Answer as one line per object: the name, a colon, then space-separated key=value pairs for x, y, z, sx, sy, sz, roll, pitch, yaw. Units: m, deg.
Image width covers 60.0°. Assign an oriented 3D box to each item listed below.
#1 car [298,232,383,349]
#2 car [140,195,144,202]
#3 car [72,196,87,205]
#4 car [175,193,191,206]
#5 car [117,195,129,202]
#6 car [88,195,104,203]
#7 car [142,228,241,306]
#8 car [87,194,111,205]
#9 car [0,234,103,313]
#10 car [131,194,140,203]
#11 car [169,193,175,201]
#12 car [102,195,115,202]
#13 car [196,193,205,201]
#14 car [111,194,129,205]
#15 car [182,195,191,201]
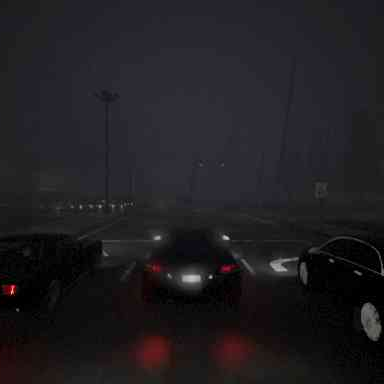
car: x=3.501 y=1.508 z=6.224 sx=1.837 sy=1.490 sz=4.892 roll=0 pitch=0 yaw=0
car: x=-12.842 y=1.377 z=79.432 sx=2.097 sy=1.767 sz=4.553 roll=0 pitch=0 yaw=0
car: x=-19.892 y=1.495 z=59.761 sx=1.882 sy=1.535 sz=5.008 roll=0 pitch=0 yaw=0
car: x=-1.326 y=1.368 z=55.352 sx=2.097 sy=1.767 sz=4.553 roll=0 pitch=0 yaw=0
car: x=-16.342 y=1.500 z=78.956 sx=1.882 sy=1.535 sz=5.008 roll=0 pitch=0 yaw=0
car: x=-19.835 y=1.497 z=69.232 sx=1.882 sy=1.535 sz=5.008 roll=0 pitch=0 yaw=0
car: x=-0.006 y=1.566 z=8.128 sx=1.994 sy=1.385 sz=4.181 roll=0 pitch=0 yaw=0
car: x=-16.398 y=1.522 z=58.897 sx=1.837 sy=1.490 sz=4.892 roll=0 pitch=0 yaw=0
car: x=-3.500 y=1.603 z=7.602 sx=1.895 sy=1.301 sz=4.718 roll=0 pitch=0 yaw=0
car: x=-12.835 y=1.545 z=69.294 sx=2.128 sy=1.511 sz=4.902 roll=0 pitch=0 yaw=0
car: x=-4.847 y=1.245 z=86.359 sx=2.150 sy=2.045 sz=5.566 roll=0 pitch=0 yaw=0
car: x=-19.842 y=1.546 z=79.396 sx=1.812 sy=1.442 sz=4.674 roll=0 pitch=0 yaw=0
car: x=2.153 y=1.375 z=86.679 sx=2.097 sy=1.767 sz=4.553 roll=0 pitch=0 yaw=0
car: x=-12.900 y=1.522 z=59.921 sx=1.837 sy=1.490 sz=4.892 roll=0 pitch=0 yaw=0
car: x=-1.347 y=1.545 z=86.723 sx=2.128 sy=1.511 sz=4.902 roll=0 pitch=0 yaw=0
